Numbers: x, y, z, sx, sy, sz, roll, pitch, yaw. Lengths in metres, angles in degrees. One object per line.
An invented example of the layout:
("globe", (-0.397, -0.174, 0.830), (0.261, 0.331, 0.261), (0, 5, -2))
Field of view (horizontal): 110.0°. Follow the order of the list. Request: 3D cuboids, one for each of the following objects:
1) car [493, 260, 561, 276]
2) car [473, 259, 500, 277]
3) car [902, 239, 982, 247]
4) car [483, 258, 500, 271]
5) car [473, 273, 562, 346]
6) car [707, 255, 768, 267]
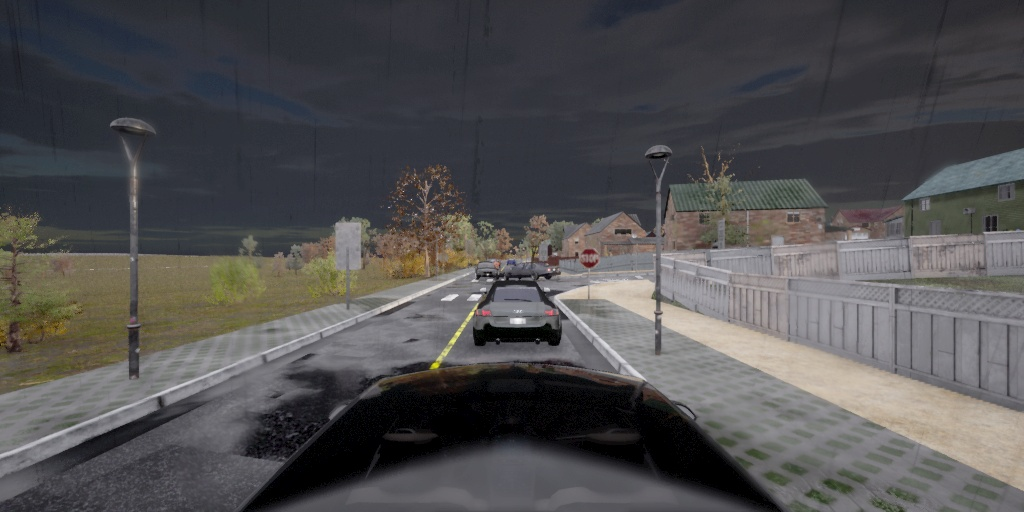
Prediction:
("car", (1.297, 1.198, 28.430), (5.357, 1.411, 2.033), (-4, -3, 43))
("car", (-2.294, 1.258, 31.336), (1.837, 1.490, 4.892), (0, 0, -8))
("car", (23.860, -0.209, 20.418), (4.902, 1.511, 2.128), (-3, 0, 14))
("car", (-2.920, 1.121, 51.154), (2.097, 1.767, 4.553), (0, 0, 1))
("car", (0.091, 1.313, 9.414), (1.994, 1.385, 4.181), (0, 0, -1))
("car", (14.356, 0.413, 22.826), (4.181, 1.385, 1.994), (-3, 0, 16))
